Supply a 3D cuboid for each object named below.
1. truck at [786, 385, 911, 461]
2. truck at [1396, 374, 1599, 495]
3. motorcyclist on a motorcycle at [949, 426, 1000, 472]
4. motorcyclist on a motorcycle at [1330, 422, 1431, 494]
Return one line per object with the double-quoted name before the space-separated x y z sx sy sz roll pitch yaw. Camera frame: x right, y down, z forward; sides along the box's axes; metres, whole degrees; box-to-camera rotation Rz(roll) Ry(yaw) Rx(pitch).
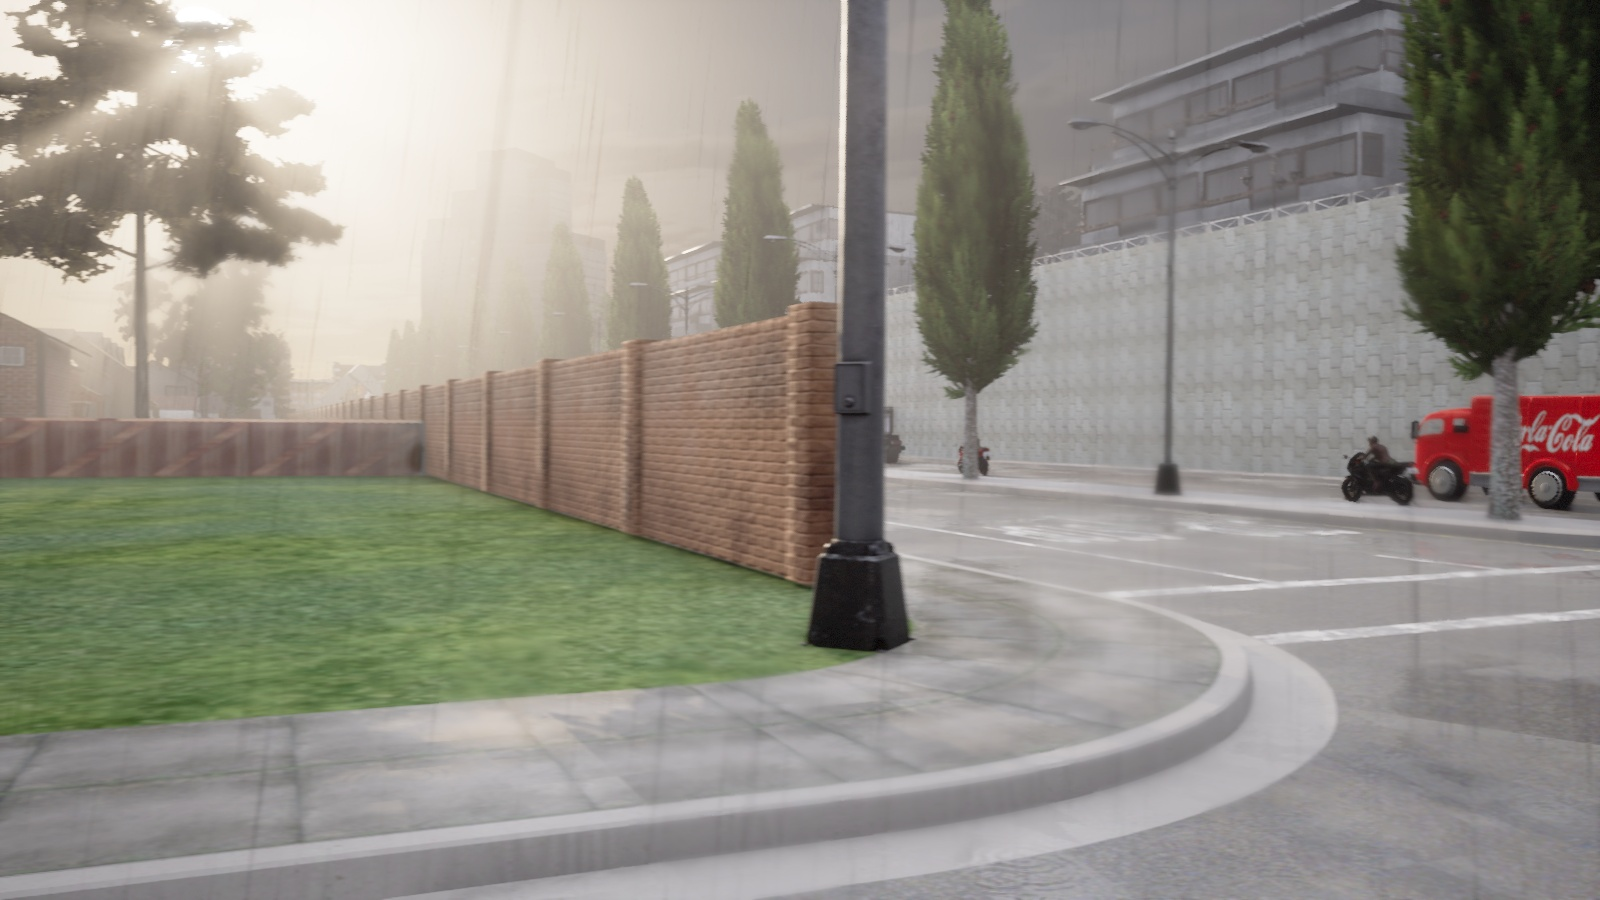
"truck" 2.191 -1.284 61.064 2.891 3.462 7.936 -1 1 -23
"truck" 16.544 -0.364 28.273 2.627 2.467 5.204 -1 1 -23
"motorcyclist on a motorcycle" 6.045 -0.052 43.539 0.797 1.523 2.044 -1 1 -23
"motorcyclist on a motorcycle" 12.869 0.150 27.901 0.797 1.523 2.044 -1 1 -23
